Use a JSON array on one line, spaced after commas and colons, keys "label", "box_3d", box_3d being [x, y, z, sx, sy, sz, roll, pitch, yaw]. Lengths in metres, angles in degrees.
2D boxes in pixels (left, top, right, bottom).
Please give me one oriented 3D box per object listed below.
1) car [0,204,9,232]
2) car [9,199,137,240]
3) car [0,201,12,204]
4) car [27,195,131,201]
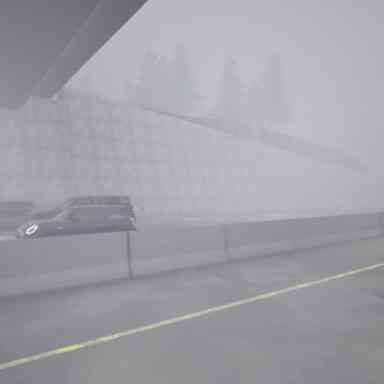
[{"label": "car", "box_3d": [-10.350, 1.558, 18.092, 4.181, 1.385, 1.994, 0, 0, -35]}, {"label": "car", "box_3d": [-4.629, 1.340, 13.567, 4.553, 1.767, 2.097, 0, 0, -35]}, {"label": "car", "box_3d": [-12.015, 1.345, 21.201, 4.553, 1.767, 2.097, 0, 0, -35]}, {"label": "car", "box_3d": [-5.590, 1.204, 17.180, 5.566, 2.045, 2.150, 0, 0, -35]}]
